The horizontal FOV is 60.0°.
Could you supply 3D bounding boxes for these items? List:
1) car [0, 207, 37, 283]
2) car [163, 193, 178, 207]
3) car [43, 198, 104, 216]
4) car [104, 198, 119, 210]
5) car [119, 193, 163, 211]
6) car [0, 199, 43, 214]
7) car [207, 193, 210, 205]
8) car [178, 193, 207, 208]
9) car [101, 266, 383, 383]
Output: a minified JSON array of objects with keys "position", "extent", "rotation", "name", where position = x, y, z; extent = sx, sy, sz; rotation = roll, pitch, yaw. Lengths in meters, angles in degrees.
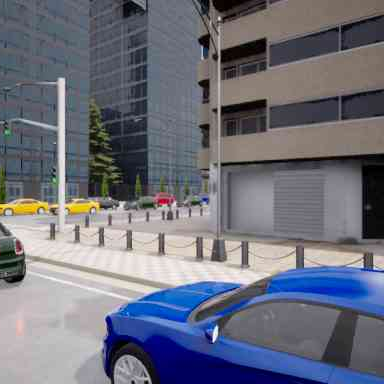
[{"position":[-6.240,1.352,8.441],"extent":[4.553,1.767,2.097],"rotation":[0,0,36],"name":"car"},{"position":[-4.908,1.166,47.716],"extent":[2.150,2.045,5.566],"rotation":[0,0,35],"name":"car"},{"position":[-11.484,1.422,32.675],"extent":[1.882,1.535,5.008],"rotation":[0,0,36],"name":"car"},{"position":[-10.823,1.436,39.554],"extent":[2.128,1.511,4.902],"rotation":[0,0,36],"name":"car"},{"position":[-6.111,1.296,40.092],"extent":[2.097,1.767,4.553],"rotation":[0,0,36],"name":"car"},{"position":[-16.340,1.422,31.948],"extent":[1.882,1.535,5.008],"rotation":[0,0,36],"name":"car"},{"position":[1.119,1.166,55.982],"extent":[2.150,2.045,5.566],"rotation":[0,0,36],"name":"car"},{"position":[-0.300,1.296,48.098],"extent":[2.097,1.767,4.553],"rotation":[0,0,36],"name":"car"},{"position":[1.254,1.478,3.097],"extent":[5.008,1.535,1.882],"rotation":[0,0,36],"name":"car"}]
